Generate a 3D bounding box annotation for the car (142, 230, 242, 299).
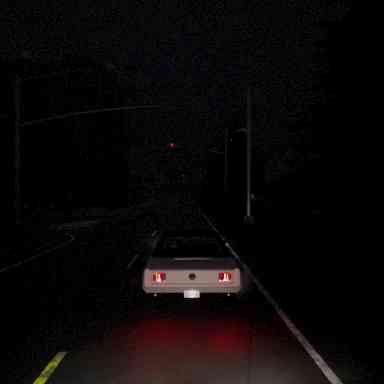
[{"bbox_3d":[-0.036,1.601,8.377,1.895,1.301,4.718,0,0,-1],"label":"car"}]
